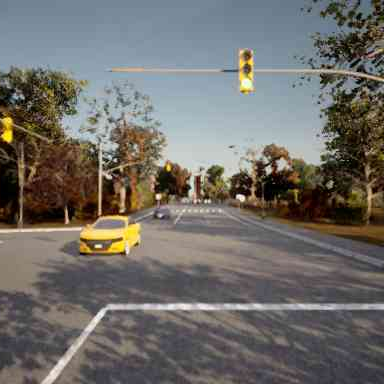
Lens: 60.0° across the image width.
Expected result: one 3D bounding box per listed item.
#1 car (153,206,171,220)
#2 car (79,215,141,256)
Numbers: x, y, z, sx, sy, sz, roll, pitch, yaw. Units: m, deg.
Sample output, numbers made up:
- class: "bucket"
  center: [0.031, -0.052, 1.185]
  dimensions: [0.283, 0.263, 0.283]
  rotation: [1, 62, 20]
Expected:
- class: "car"
  center: [-3.482, 2.478, 39.186]
  dimensions: [2.128, 1.511, 4.902]
  rotation: [0, -1, 0]
- class: "car"
  center: [-3.500, 1.819, 14.919]
  dimensions: [1.882, 1.535, 5.008]
  rotation: [0, -2, 0]
